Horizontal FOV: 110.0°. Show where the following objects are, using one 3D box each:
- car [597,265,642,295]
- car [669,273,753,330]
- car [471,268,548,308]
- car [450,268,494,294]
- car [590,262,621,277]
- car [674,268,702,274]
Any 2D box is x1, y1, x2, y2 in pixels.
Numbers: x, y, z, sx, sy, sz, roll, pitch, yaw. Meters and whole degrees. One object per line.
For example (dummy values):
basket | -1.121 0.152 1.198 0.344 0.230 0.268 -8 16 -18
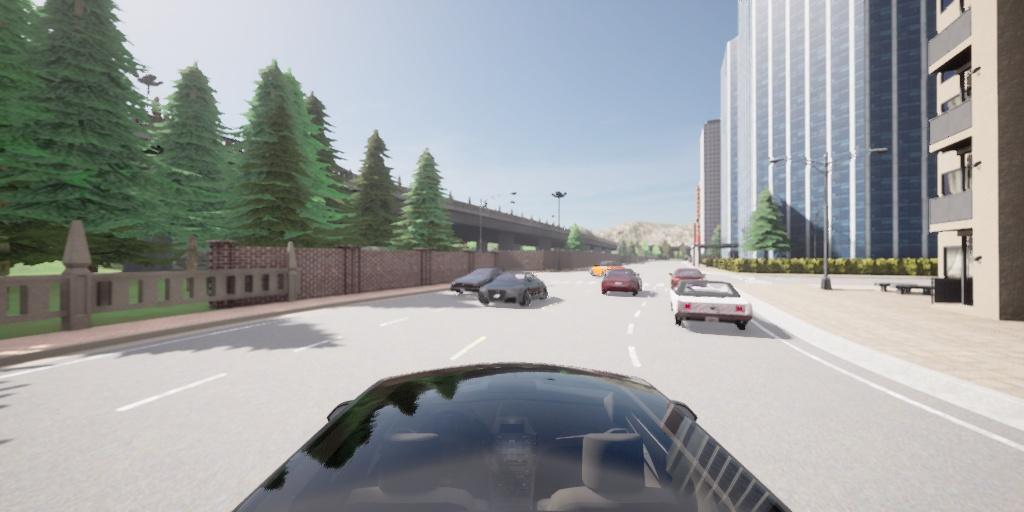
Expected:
car | 6.432 1.444 20.911 1.994 1.385 4.181 0 0 22
car | 6.202 1.422 11.662 1.895 1.301 4.718 0 0 22
car | 0.155 1.405 15.992 1.994 1.385 4.181 0 0 22
car | -1.455 1.419 21.043 2.033 1.411 5.357 0 0 25
car | 9.591 1.338 36.336 2.097 1.767 4.553 0 0 -10
car | 10.027 1.408 20.466 1.812 1.442 4.674 0 0 24
